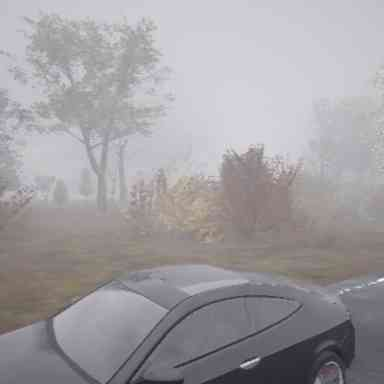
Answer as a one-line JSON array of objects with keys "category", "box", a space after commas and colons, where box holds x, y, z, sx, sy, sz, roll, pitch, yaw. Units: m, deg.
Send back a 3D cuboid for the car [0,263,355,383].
[{"category": "car", "box": [-0.259, 1.524, 3.186, 4.674, 1.442, 1.812, 0, 0, -35]}]
